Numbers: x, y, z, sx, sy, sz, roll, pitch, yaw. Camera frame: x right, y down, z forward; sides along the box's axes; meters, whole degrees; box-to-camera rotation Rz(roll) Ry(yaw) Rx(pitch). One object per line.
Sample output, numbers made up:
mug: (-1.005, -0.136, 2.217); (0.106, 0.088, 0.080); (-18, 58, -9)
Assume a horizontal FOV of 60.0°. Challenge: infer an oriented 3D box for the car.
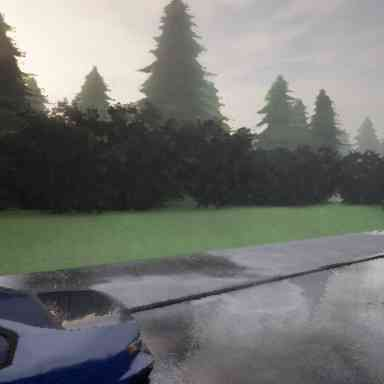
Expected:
car: (-2.951, 1.540, 2.503); (5.357, 1.411, 2.033); (1, 0, -35)
